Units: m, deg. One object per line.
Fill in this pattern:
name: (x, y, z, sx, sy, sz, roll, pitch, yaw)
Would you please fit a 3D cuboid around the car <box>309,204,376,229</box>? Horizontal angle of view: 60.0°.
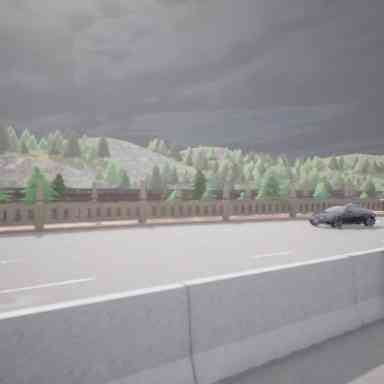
car: (9.641, 1.499, 21.140, 4.674, 1.442, 1.812, 0, 0, -25)
